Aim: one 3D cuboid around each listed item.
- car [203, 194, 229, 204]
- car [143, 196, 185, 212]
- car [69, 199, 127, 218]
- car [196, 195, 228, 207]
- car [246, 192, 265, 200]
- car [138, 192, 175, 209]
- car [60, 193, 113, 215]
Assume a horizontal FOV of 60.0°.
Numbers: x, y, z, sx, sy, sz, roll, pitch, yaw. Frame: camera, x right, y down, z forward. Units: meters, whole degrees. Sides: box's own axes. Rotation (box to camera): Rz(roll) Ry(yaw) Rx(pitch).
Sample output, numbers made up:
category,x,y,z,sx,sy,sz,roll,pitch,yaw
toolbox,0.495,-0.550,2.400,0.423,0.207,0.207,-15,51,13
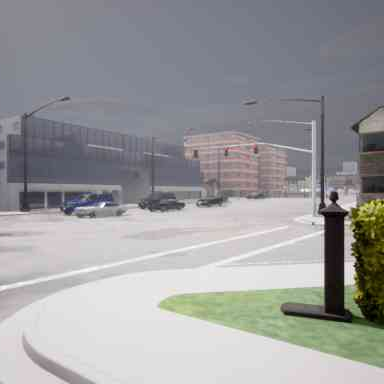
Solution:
category,x,y,z,sx,sy,sz,roll,pitch,yaw
car,3.826,1.129,52.881,1.895,1.301,4.718,0,2,35
car,-2.866,1.493,37.240,1.895,1.301,4.718,0,1,35
car,-8.124,1.555,29.736,1.895,1.301,4.718,0,0,35
car,2.403,1.217,44.756,2.128,1.511,4.902,0,1,35
car,12.505,0.751,65.157,2.033,1.411,5.357,0,1,35
car,-4.220,1.072,41.408,2.150,2.045,5.566,0,1,36
car,-10.160,1.171,32.933,2.150,2.045,5.566,0,0,35
